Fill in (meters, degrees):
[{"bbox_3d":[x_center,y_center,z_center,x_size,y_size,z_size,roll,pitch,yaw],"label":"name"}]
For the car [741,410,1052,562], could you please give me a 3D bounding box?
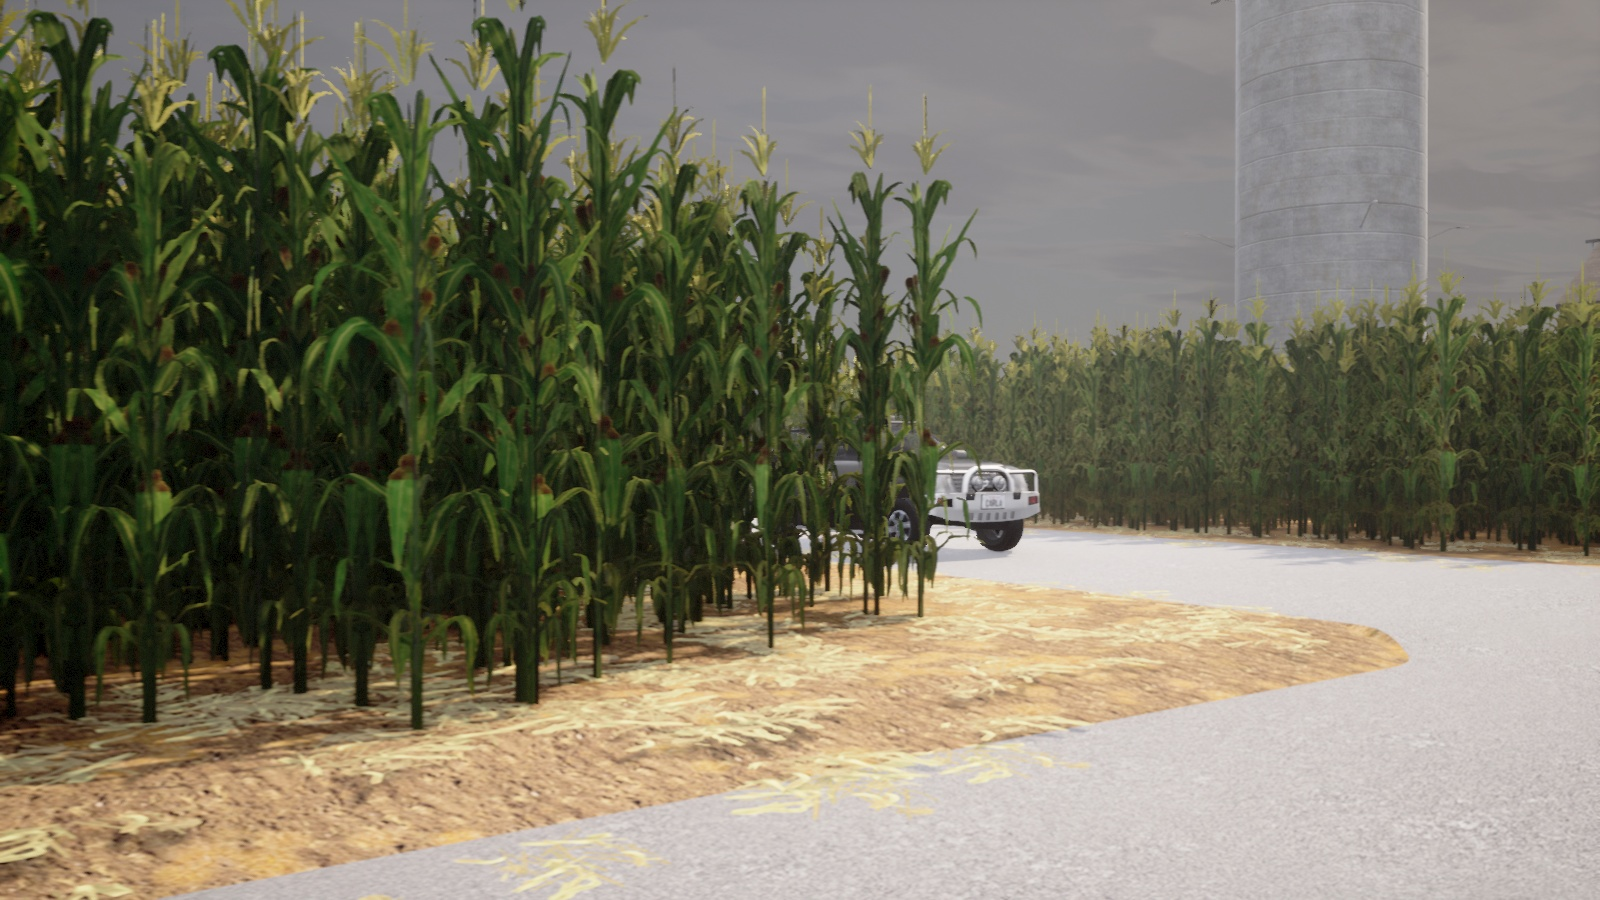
[{"bbox_3d":[1.202,0.450,17.776,1.932,1.855,4.605,0,0,-34],"label":"car"}]
